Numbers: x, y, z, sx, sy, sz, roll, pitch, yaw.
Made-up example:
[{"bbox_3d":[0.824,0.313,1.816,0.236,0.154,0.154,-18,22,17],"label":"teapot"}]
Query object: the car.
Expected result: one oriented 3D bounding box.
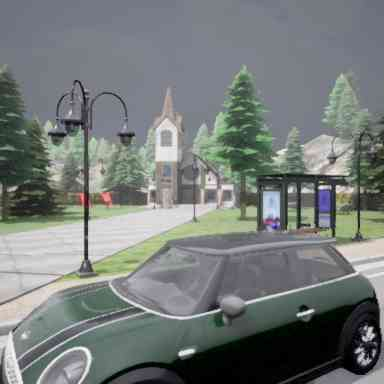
[{"bbox_3d":[0.228,1.352,4.100,4.553,1.767,2.097,0,0,-32],"label":"car"}]
